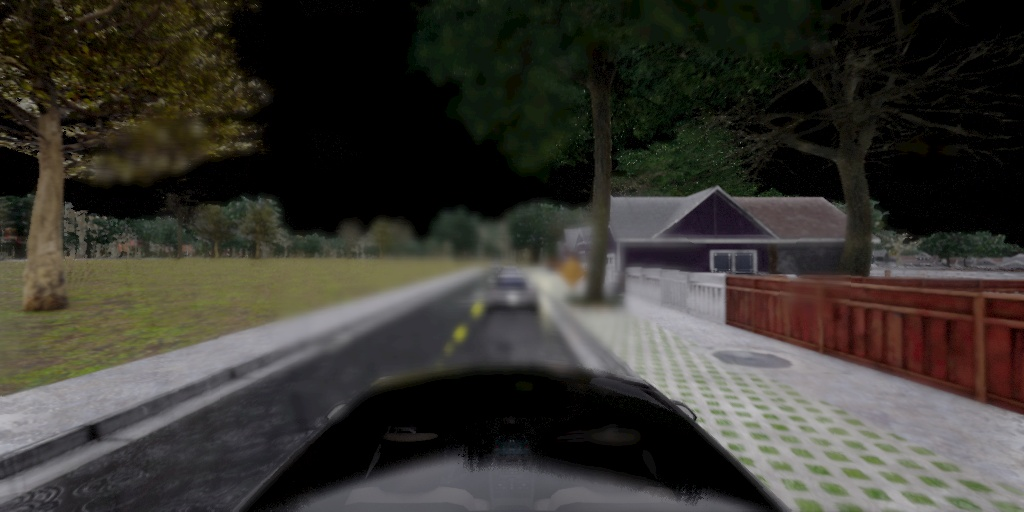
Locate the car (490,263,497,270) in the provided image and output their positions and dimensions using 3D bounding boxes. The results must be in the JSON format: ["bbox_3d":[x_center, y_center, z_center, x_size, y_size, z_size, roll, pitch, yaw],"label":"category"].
[{"bbox_3d":[-2.623,1.822,61.152,1.895,1.301,4.718,0,-1,4],"label":"car"}]

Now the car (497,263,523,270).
[{"bbox_3d":[0.045,1.559,29.356,1.994,1.385,4.181,0,0,1],"label":"car"}]

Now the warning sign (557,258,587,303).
[{"bbox_3d":[2.516,0.993,14.814,1.300,1.860,1.060,0,0,0],"label":"warning sign"}]

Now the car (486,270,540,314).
[{"bbox_3d":[0.046,1.438,14.393,1.994,1.385,4.181,0,0,1],"label":"car"}]
